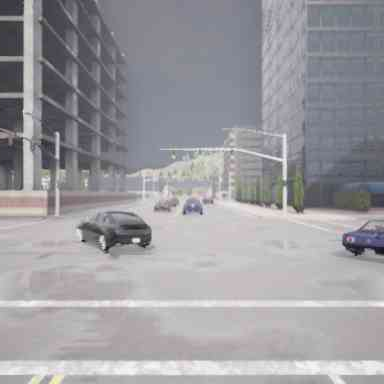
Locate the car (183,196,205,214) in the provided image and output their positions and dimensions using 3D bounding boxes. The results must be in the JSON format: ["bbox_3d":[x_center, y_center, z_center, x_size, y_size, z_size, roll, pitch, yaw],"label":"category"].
[{"bbox_3d":[0.099,1.523,37.250,2.097,1.767,4.553,0,0,0],"label":"car"}]

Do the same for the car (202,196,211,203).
[{"bbox_3d":[3.495,1.734,78.486,1.882,1.535,5.008,0,0,0],"label":"car"}]

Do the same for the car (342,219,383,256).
[{"bbox_3d":[7.602,1.657,12.205,4.718,1.301,1.895,0,-1,-37],"label":"car"}]

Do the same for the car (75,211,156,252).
[{"bbox_3d":[-3.505,1.572,14.392,1.837,1.490,4.892,2,-2,-36],"label":"car"}]

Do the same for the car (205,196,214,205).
[{"bbox_3d":[3.496,1.795,69.360,1.882,1.535,5.008,0,0,0],"label":"car"}]

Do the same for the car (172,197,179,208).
[{"bbox_3d":[-3.552,1.812,54.035,1.994,1.385,4.181,0,0,0],"label":"car"}]

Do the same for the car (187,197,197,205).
[{"bbox_3d":[-0.004,1.862,70.310,2.033,1.411,5.357,0,0,0],"label":"car"}]

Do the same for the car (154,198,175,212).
[{"bbox_3d":[-3.578,1.754,41.333,1.994,1.385,4.181,0,0,1],"label":"car"}]
